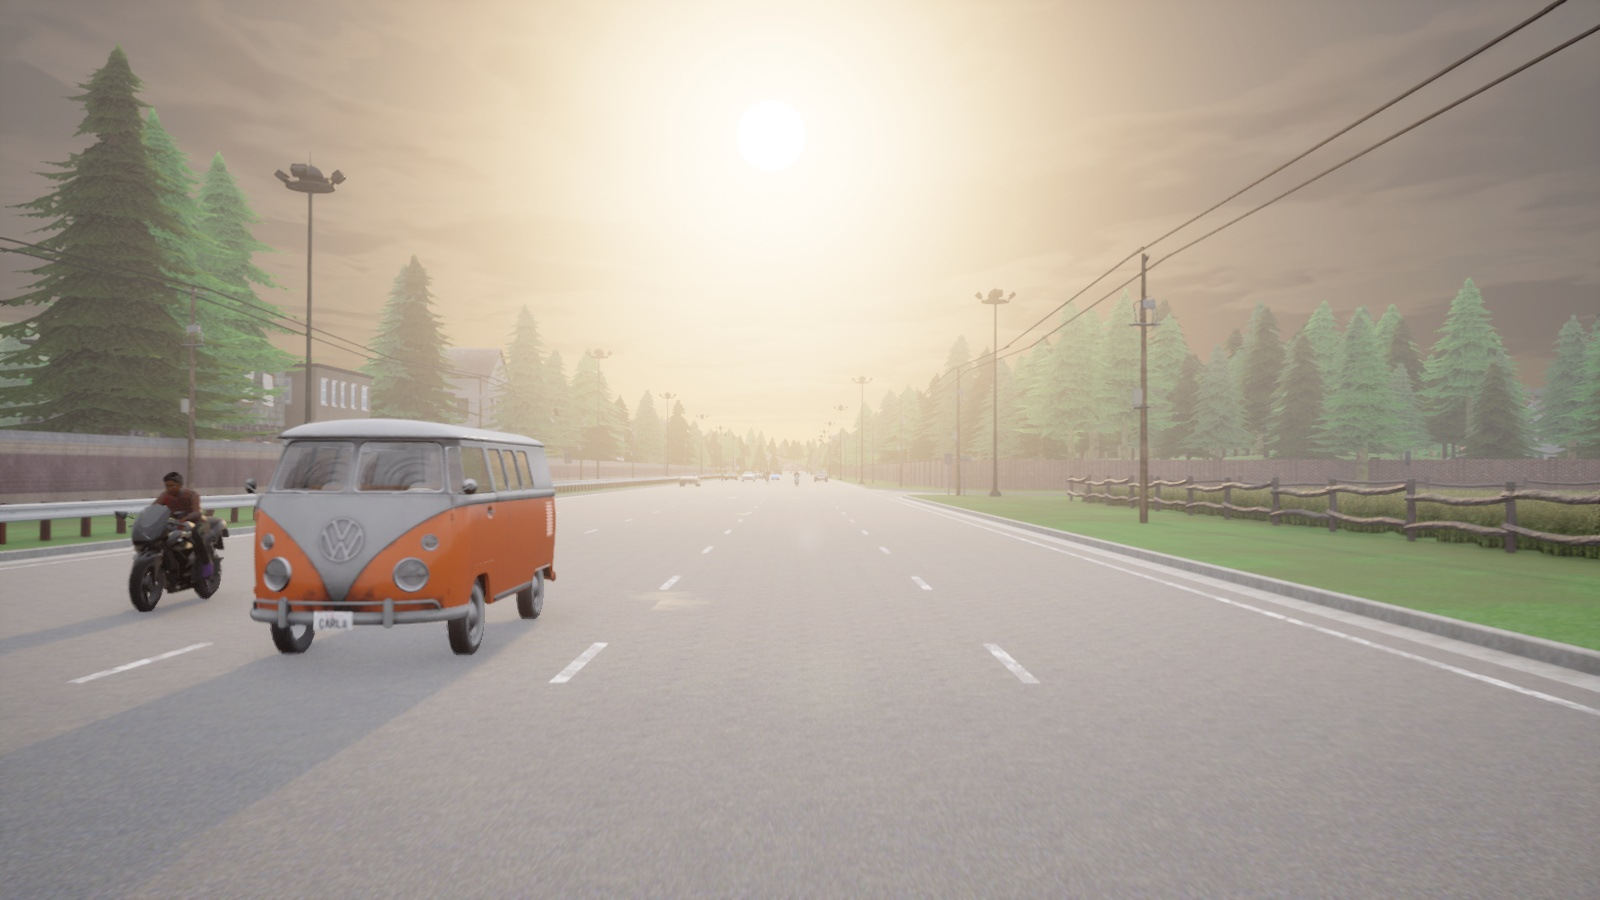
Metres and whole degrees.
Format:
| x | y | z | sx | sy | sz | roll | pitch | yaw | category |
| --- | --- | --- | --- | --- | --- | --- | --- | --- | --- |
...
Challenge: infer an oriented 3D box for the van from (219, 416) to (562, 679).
| x | y | z | sx | sy | sz | roll | pitch | yaw | category |
| --- | --- | --- | --- | --- | --- | --- | --- | --- | --- |
| -3.529 | 0.778 | 11.763 | 1.775 | 1.987 | 4.442 | 0 | -1 | 0 | van |

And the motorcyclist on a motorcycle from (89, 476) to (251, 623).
| x | y | z | sx | sy | sz | roll | pitch | yaw | category |
| --- | --- | --- | --- | --- | --- | --- | --- | --- | --- |
| -7.034 | 1.062 | 14.146 | 0.797 | 1.523 | 2.044 | 0 | -1 | 0 | motorcyclist on a motorcycle |
